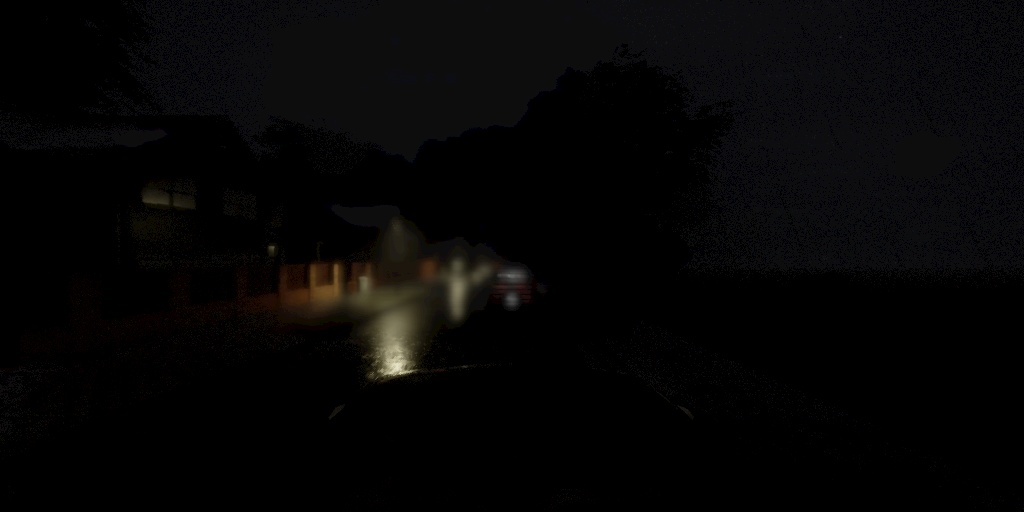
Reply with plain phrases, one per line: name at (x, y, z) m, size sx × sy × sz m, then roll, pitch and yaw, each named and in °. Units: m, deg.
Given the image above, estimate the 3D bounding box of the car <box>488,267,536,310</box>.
car at (0.014, 1.384, 15.410) m, size 2.128 × 1.511 × 4.902 m, roll 0°, pitch 0°, yaw 0°

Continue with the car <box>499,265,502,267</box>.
car at (0.006, 1.651, 30.156) m, size 1.895 × 1.301 × 4.718 m, roll 0°, pitch -1°, yaw 0°
